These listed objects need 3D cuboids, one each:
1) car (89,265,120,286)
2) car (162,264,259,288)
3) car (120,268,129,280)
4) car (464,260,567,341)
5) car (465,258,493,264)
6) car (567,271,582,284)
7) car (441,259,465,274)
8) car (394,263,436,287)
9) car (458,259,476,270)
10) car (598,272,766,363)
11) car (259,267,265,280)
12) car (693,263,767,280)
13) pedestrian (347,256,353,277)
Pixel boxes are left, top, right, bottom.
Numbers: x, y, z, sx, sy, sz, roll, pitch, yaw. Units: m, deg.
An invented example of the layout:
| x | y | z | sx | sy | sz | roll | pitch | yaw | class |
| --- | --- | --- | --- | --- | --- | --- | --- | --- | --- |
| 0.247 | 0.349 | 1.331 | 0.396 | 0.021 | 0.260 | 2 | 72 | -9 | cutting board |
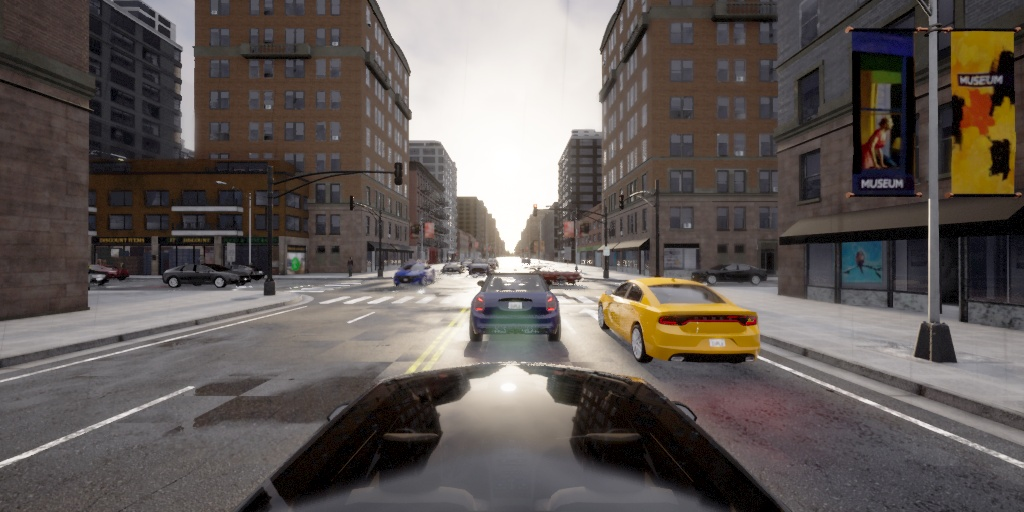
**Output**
| x | y | z | sx | sy | sz | roll | pitch | yaw | class |
| --- | --- | --- | --- | --- | --- | --- | --- | --- | --- |
| -29.105 | 1.232 | 23.182 | 4.902 | 1.511 | 2.128 | 0 | 0 | 0 | car |
| -19.617 | 1.248 | 23.148 | 4.892 | 1.490 | 1.837 | 0 | 0 | 0 | car |
| -33.189 | 1.344 | 28.681 | 4.207 | 1.307 | 1.802 | 0 | 0 | 0 | car |
| 0.077 | 1.102 | 9.977 | 2.097 | 1.767 | 4.553 | 0 | 0 | 0 | car |
| -3.407 | 1.101 | 37.835 | 2.097 | 1.767 | 4.553 | 0 | 0 | 0 | car |
| 2.470 | 1.353 | 25.360 | 4.718 | 1.301 | 1.895 | 0 | 0 | 33 | car |
| -6.662 | 1.312 | 40.534 | 1.994 | 1.385 | 4.181 | 0 | 0 | 0 | car |
| -6.636 | 1.233 | 24.862 | 1.882 | 1.535 | 5.008 | 0 | 0 | 0 | car |
| -6.674 | 1.238 | 53.490 | 2.128 | 1.511 | 4.902 | 0 | 0 | 0 | car |
| 3.315 | 1.228 | 8.176 | 1.882 | 1.535 | 5.008 | 0 | 0 | 1 | car |
| -22.167 | 1.330 | 28.642 | 4.313 | 1.339 | 1.948 | 0 | 0 | 0 | car |
| 15.844 | 1.267 | 26.327 | 5.008 | 1.535 | 1.882 | 0 | 0 | 1 | car |
| -14.189 | 0.920 | 31.491 | 0.375 | 1.860 | 0.375 | 0 | 0 | 0 | pedestrian |
